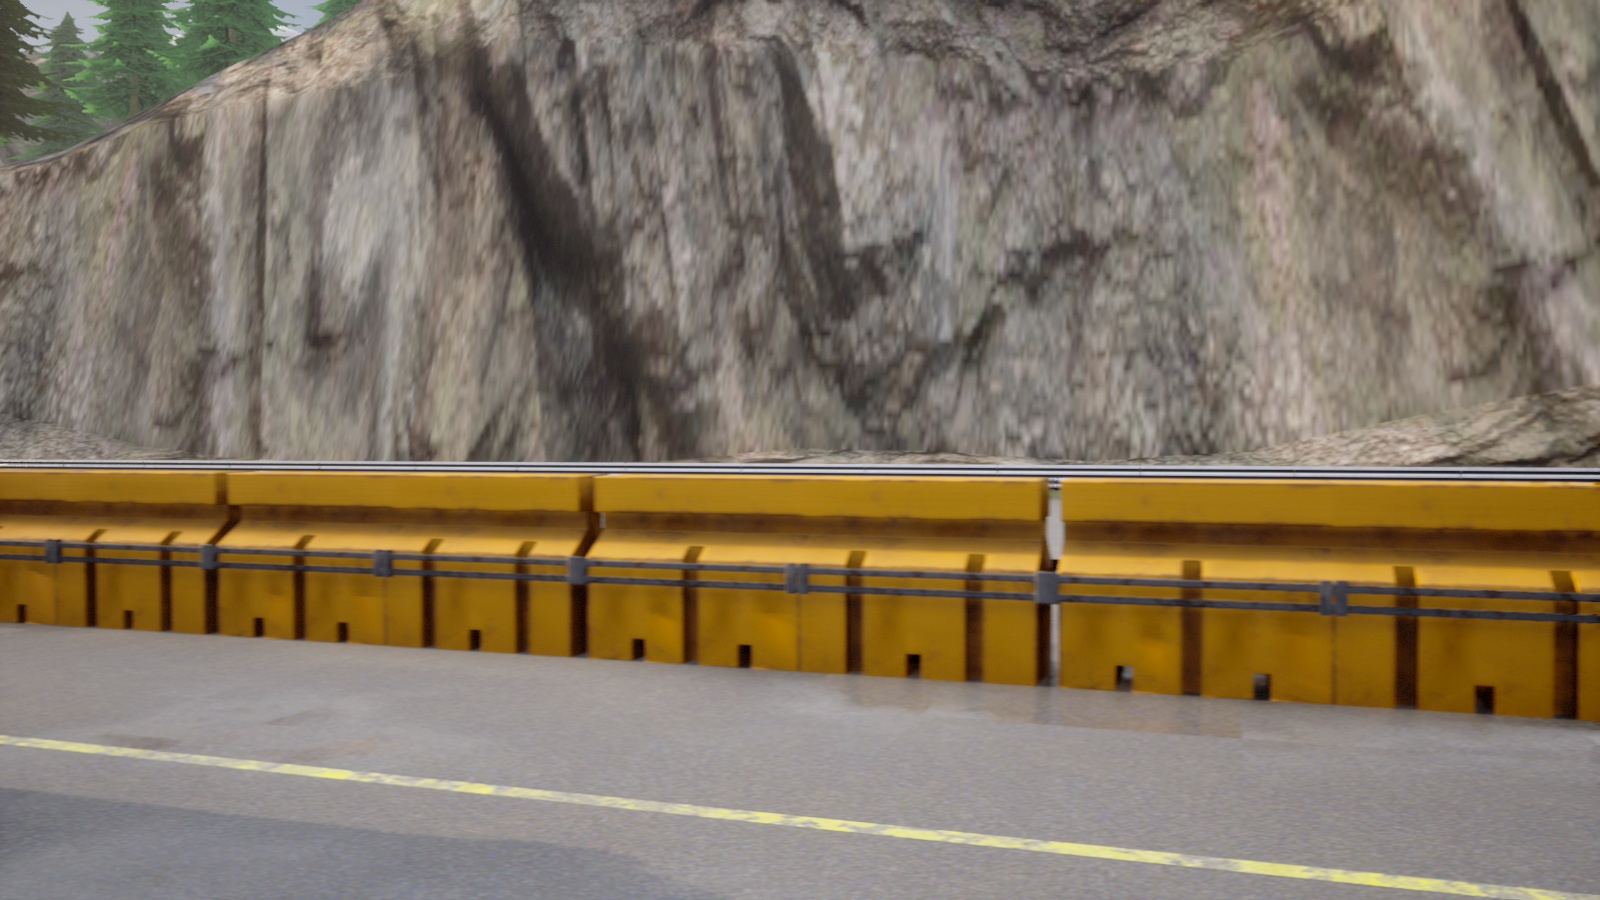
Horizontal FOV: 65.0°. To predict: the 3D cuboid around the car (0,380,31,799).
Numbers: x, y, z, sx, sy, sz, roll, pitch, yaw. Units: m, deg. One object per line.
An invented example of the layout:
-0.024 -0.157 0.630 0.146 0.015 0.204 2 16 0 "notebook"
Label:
-5.822 0.581 5.174 4.553 1.767 2.097 1 1 19 "car"
